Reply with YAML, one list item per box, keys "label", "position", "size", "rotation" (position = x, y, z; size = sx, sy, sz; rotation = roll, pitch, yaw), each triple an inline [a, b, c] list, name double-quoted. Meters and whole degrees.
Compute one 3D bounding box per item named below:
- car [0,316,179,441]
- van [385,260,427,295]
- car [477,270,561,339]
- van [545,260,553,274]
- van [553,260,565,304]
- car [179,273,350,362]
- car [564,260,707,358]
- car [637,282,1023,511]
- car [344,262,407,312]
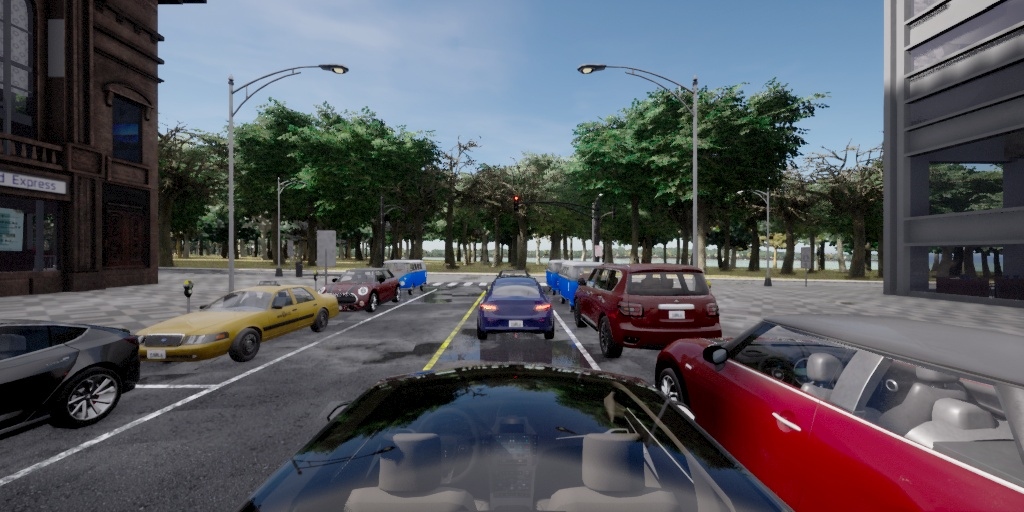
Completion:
- label: "car"
  position: [-5.763, 1.316, 2.954]
  size: [1.948, 1.339, 4.313]
  rotation: [0, 0, 0]
- label: "van"
  position: [-5.766, 1.092, 19.267]
  size: [1.690, 1.789, 3.998]
  rotation: [0, 0, 0]
- label: "car"
  position: [0.097, 1.276, 9.931]
  size: [1.812, 1.442, 4.674]
  rotation: [0, 0, 0]
- label: "van"
  position: [2.759, 1.092, 19.269]
  size: [1.690, 1.789, 3.998]
  rotation: [0, 0, 0]
- label: "van"
  position: [2.760, 1.091, 13.831]
  size: [1.690, 1.789, 3.998]
  rotation: [0, 0, 0]
- label: "car"
  position: [-5.764, 1.275, 8.222]
  size: [1.751, 1.417, 4.829]
  rotation: [0, 0, 0]
- label: "car"
  position: [2.761, 1.065, 8.394]
  size: [2.192, 1.841, 5.009]
  rotation: [0, 0, 0]
- label: "car"
  position: [2.763, 1.190, 2.956]
  size: [1.967, 1.591, 4.097]
  rotation: [0, 0, 0]
- label: "car"
  position: [-5.765, 1.190, 13.829]
  size: [1.967, 1.591, 4.097]
  rotation: [0, 0, 0]
